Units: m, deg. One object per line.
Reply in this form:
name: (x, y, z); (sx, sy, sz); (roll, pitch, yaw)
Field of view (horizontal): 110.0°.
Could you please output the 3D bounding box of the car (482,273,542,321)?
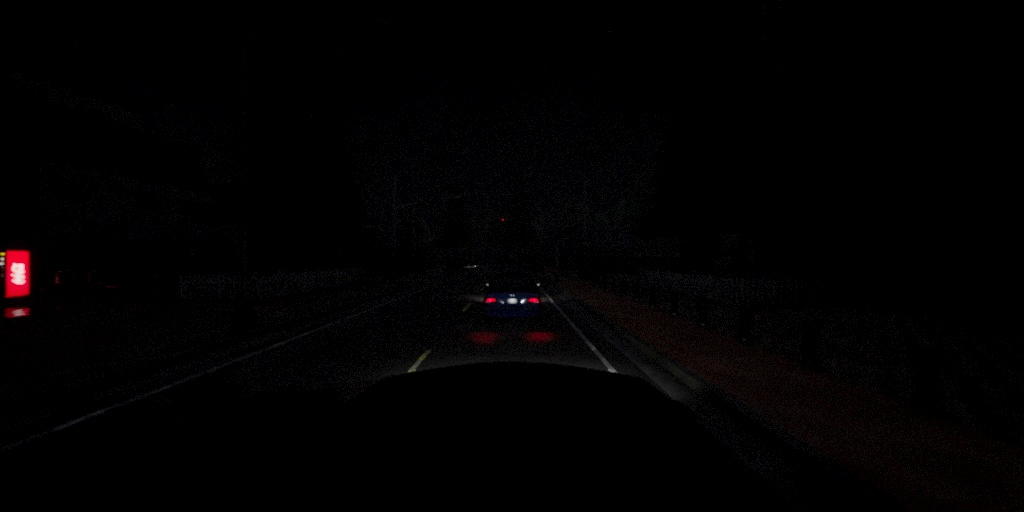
car: (0.027, 1.281, 12.416); (2.033, 1.411, 5.357); (0, 0, 0)
